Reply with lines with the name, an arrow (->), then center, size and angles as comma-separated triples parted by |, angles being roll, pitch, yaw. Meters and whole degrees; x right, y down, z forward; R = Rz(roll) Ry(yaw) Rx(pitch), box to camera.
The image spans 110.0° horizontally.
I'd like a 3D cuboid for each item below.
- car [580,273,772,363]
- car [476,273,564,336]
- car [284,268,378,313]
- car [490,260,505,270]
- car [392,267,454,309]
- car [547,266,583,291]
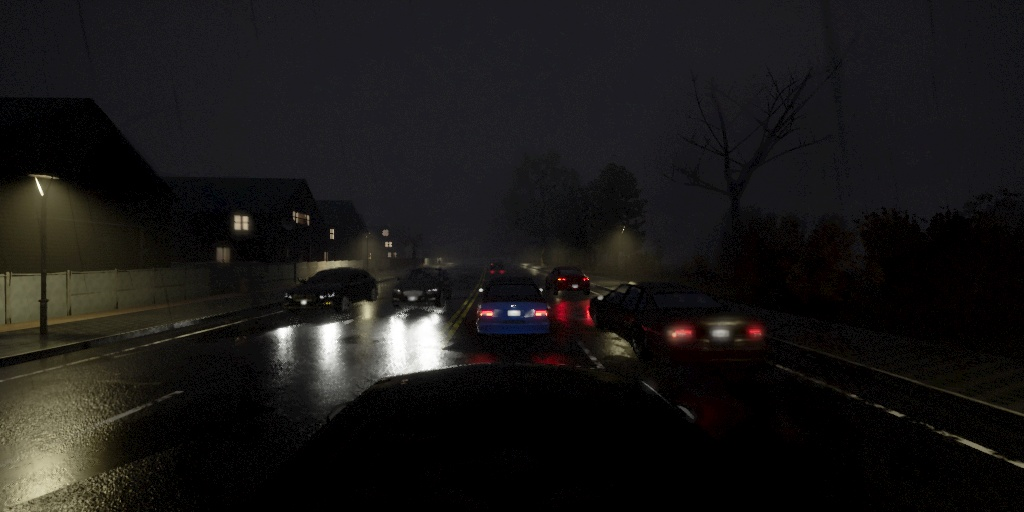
car -> 3.267, 1.300, 8.300 | 2.033, 1.411, 5.357 | 0, 0, -2
car -> -0.016, 1.299, 10.352 | 2.033, 1.411, 5.357 | 0, 0, -1
car -> -6.819, 1.253, 14.045 | 1.837, 1.490, 4.892 | 0, 0, -2
car -> -2.188, 1.262, 51.724 | 1.812, 1.442, 4.674 | 0, 0, -3
car -> -3.601, 1.241, 15.166 | 2.128, 1.511, 4.902 | 0, 0, -2
car -> 2.953, 1.279, 19.529 | 1.812, 1.442, 4.674 | 0, 0, -2
